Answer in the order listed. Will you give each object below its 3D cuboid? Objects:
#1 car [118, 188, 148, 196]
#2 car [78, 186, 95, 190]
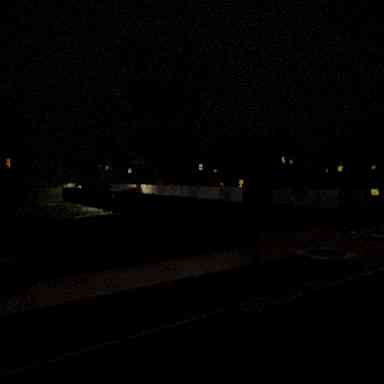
[{"bbox_3d":[-6.241,0.273,35.251,1.882,1.535,5.008,-1,3,-35],"label":"car"},{"bbox_3d":[-15.753,-0.247,49.020,2.033,1.411,5.357,-1,2,-35],"label":"car"}]
